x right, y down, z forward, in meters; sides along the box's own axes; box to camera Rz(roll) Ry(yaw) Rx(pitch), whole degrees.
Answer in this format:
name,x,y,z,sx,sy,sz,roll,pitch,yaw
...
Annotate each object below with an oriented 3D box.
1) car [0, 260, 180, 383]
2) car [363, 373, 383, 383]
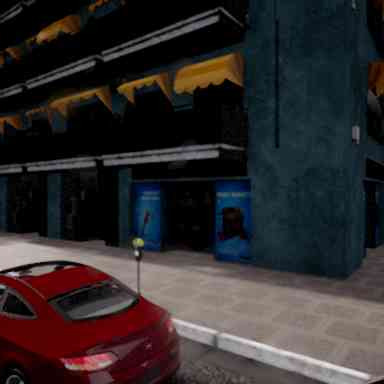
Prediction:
name,x,y,z,sx,sy,sz,roll,pitch,yaw
car,-2.063,1.591,4.399,4.206,1.307,1.802,0,0,36
car,2.509,1.437,1.057,4.097,1.590,1.967,0,0,36
